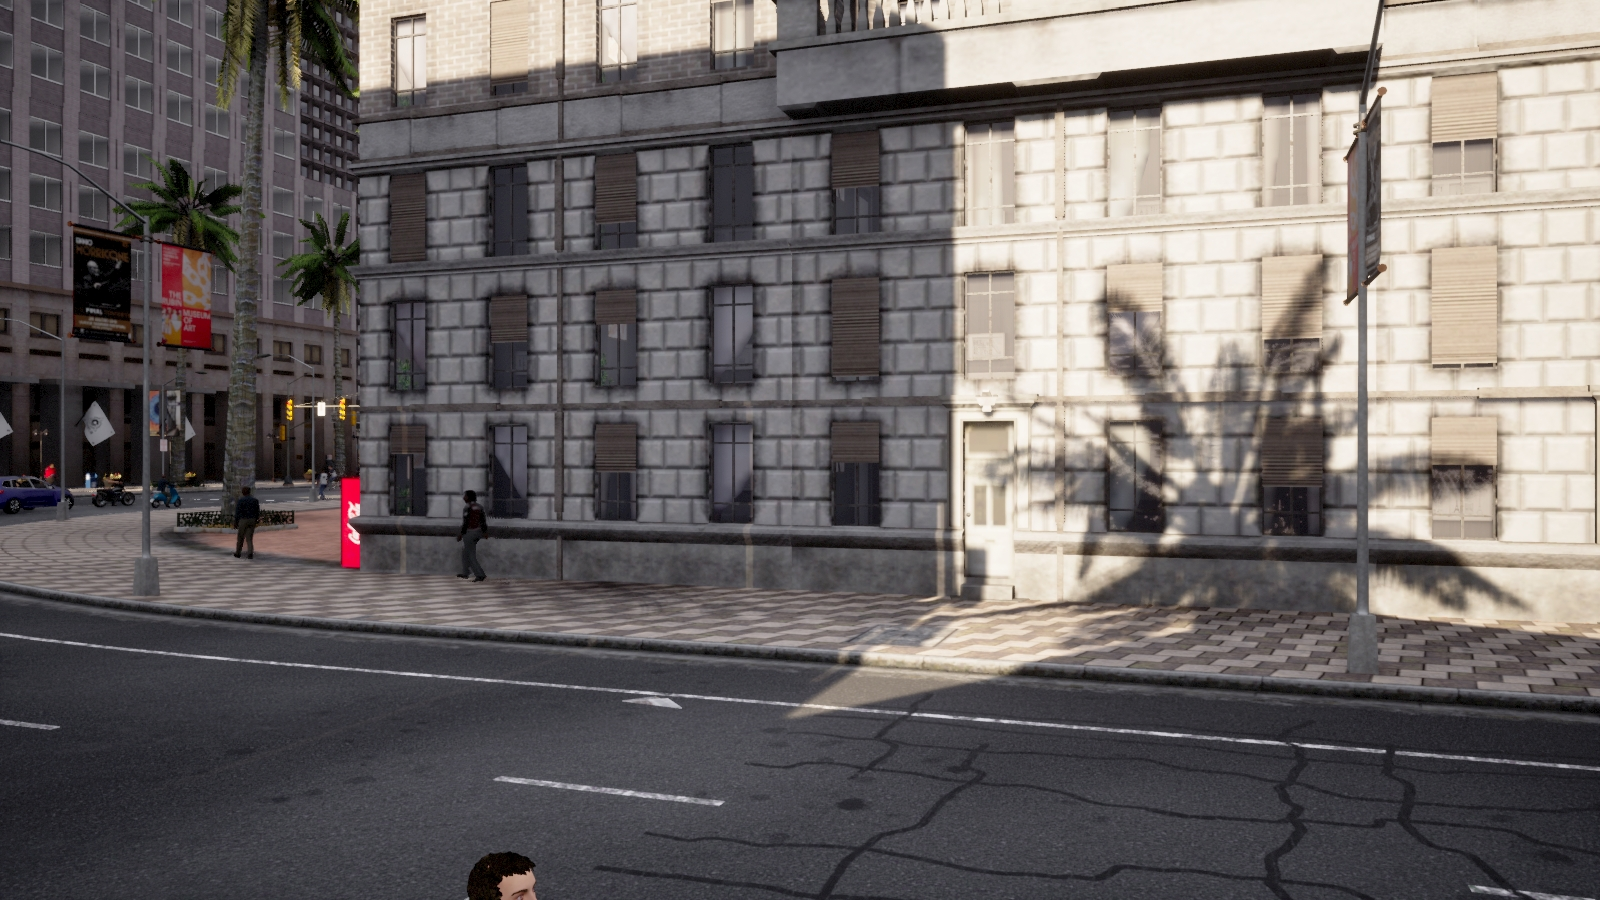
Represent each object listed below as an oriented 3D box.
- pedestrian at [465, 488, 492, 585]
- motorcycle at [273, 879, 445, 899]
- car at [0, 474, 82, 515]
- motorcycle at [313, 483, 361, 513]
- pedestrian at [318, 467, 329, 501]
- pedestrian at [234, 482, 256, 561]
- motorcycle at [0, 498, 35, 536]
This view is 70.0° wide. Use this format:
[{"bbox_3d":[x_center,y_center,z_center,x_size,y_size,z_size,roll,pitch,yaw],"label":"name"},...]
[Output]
[{"bbox_3d":[-6.336,1.696,22.519,0.375,1.860,0.375,0,0,22],"label":"pedestrian"},{"bbox_3d":[-1.030,2.213,3.640,2.033,1.145,0.803,0,0,20],"label":"motorcycle"},{"bbox_3d":[-35.215,1.968,51.598,2.242,1.667,4.611,0,0,9],"label":"car"},{"bbox_3d":[-21.134,2.170,52.239,0.764,1.277,2.356,0,0,16],"label":"motorcycle"},{"bbox_3d":[-25.919,1.849,62.143,0.375,1.860,0.375,0,0,40],"label":"pedestrian"},{"bbox_3d":[-13.321,1.696,27.401,0.375,1.860,0.375,0,0,-44],"label":"pedestrian"},{"bbox_3d":[-26.387,2.213,37.903,0.803,1.145,2.033,1,0,-5],"label":"motorcycle"}]
